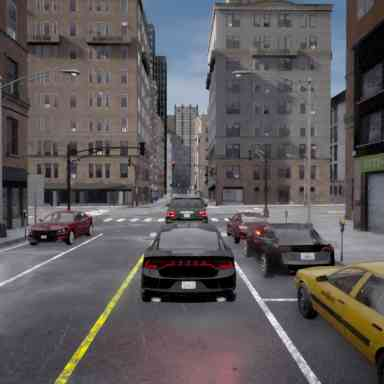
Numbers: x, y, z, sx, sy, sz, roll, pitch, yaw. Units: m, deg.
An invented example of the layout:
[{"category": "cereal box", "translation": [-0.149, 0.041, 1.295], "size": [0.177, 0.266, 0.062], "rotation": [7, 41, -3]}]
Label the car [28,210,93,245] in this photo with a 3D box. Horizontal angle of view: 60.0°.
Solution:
[{"category": "car", "translation": [-5.913, 1.538, 15.432], "size": [1.887, 1.381, 4.507], "rotation": [-1, 0, -1]}]

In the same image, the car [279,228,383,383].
[{"category": "car", "translation": [2.803, 1.524, 4.569], "size": [1.752, 1.417, 4.829], "rotation": [-1, 0, -1]}]

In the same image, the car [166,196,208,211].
[{"category": "car", "translation": [-0.284, 1.214, 18.423], "size": [2.150, 2.045, 5.566], "rotation": [0, 0, -1]}]

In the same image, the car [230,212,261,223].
[{"category": "car", "translation": [2.631, 1.576, 15.570], "size": [1.802, 1.307, 4.206], "rotation": [-1, 0, -1]}]

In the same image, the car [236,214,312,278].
[{"category": "car", "translation": [2.719, 1.562, 9.985], "size": [1.947, 1.339, 4.313], "rotation": [-1, 0, -1]}]

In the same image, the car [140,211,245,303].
[{"category": "car", "translation": [-0.079, 1.475, 8.292], "size": [1.882, 1.535, 5.008], "rotation": [0, 0, 0]}]
